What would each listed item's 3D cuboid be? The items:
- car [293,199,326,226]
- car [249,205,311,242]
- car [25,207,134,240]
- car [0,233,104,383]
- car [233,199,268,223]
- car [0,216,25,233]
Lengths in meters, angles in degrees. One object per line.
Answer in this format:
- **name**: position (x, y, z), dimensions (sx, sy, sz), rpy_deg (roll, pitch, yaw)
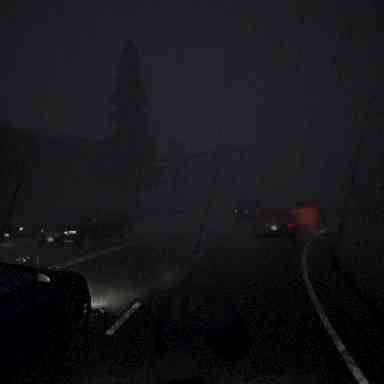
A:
- **car**: position (8.482, 1.390, 24.396), dimensions (2.097, 1.767, 4.553), rpy_deg (0, 0, 28)
- **car**: position (4.552, 1.582, 16.702), dimensions (1.994, 1.385, 4.181), rpy_deg (0, 0, 26)
- **car**: position (-4.288, 1.456, 14.313), dimensions (2.128, 1.511, 4.902), rpy_deg (0, 0, 20)
- **car**: position (-2.908, 1.543, 4.211), dimensions (1.994, 1.385, 4.181), rpy_deg (0, 0, 6)
- **car**: position (4.713, 1.366, 24.741), dimensions (2.097, 1.767, 4.553), rpy_deg (0, 0, 27)
- **car**: position (-7.079, 1.493, 16.940), dimensions (2.033, 1.411, 5.357), rpy_deg (0, 0, 22)
